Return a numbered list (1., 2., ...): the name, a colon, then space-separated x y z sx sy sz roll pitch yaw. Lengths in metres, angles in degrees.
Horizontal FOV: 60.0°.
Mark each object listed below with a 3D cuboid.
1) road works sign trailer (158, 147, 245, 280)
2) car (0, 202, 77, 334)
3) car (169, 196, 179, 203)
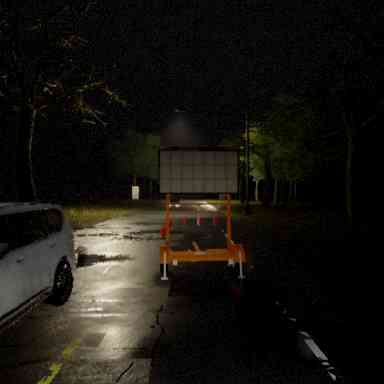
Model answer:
1. road works sign trailer: 0.183 0.462 10.004 2.380 3.560 2.880 0 0 -5
2. car: -3.588 1.219 5.086 2.150 2.045 5.566 0 0 0
3. car: -3.416 1.571 62.318 1.882 1.535 5.008 0 0 1
